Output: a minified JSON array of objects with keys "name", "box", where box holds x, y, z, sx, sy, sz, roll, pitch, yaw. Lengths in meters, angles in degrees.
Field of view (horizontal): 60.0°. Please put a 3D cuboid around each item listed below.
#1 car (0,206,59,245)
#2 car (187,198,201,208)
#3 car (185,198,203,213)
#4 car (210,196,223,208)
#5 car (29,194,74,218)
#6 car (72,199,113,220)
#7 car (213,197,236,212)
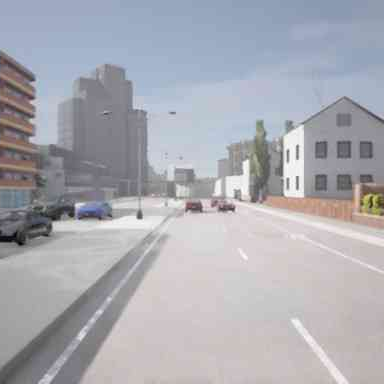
[{"name":"car","box":[-8.019,1.550,15.232,1.994,1.385,4.181,0,0,-1]},{"name":"car","box":[0.290,1.555,48.283,1.895,1.301,4.718,0,0,0]},{"name":"car","box":[0.216,1.443,36.948,1.882,1.535,5.008,0,0,0]},{"name":"car","box":[3.790,1.305,48.141,2.097,1.767,4.553,0,0,1]},{"name":"car","box":[-11.427,1.198,27.498,2.150,2.045,5.566,0,0,0]},{"name":"car","box":[-7.926,1.452,27.625,1.882,1.535,5.008,0,0,0]},{"name":"car","box":[3.719,1.565,37.374,1.895,1.301,4.718,0,0,0]}]
